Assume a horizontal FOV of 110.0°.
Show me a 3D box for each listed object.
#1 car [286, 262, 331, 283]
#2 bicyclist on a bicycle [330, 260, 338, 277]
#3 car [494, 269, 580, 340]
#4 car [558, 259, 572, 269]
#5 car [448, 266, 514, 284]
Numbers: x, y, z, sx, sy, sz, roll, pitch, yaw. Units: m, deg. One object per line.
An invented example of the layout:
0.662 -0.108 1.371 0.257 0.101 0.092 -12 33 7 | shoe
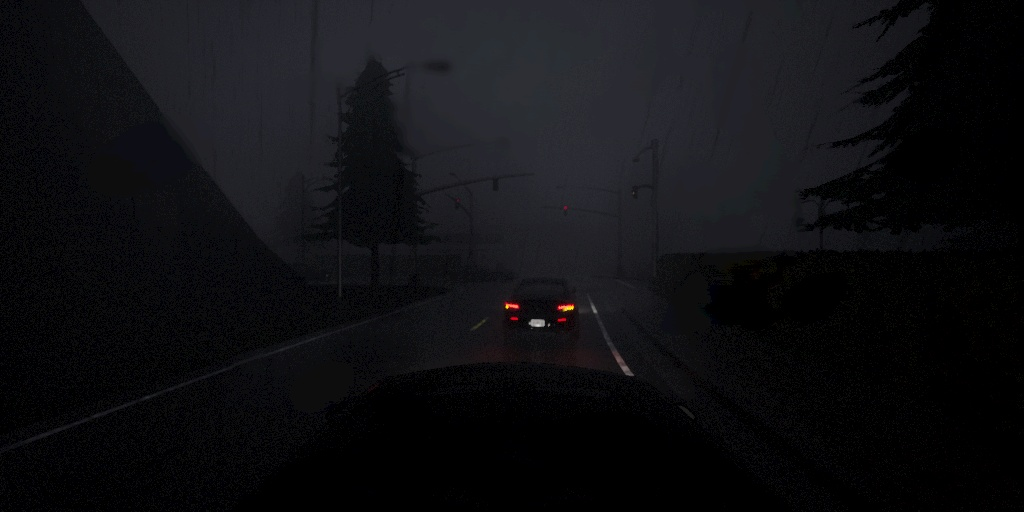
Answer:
-16.650 1.252 27.994 4.892 1.490 1.837 0 0 9 | car
-17.424 1.201 35.244 0.582 1.620 1.656 0 0 8 | bicyclist on a bicycle
0.904 1.275 9.997 1.812 1.442 4.674 0 0 9 | car
7.706 1.224 52.173 1.882 1.535 5.008 0 0 9 | car
-2.041 1.349 25.824 4.718 1.301 1.895 0 0 8 | car
